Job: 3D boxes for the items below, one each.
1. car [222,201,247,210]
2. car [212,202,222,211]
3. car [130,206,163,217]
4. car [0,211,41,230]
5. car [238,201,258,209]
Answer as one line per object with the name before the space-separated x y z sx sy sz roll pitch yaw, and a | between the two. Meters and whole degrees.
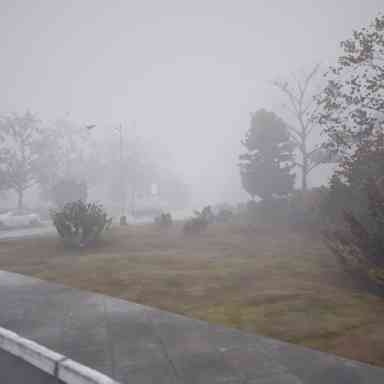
car | 7.111 2.196 50.324 2.033 1.411 5.357 -3 -2 32
car | 5.010 2.319 53.564 1.837 1.490 4.892 -3 -2 32
car | -5.871 2.472 43.140 1.895 1.301 4.718 -3 -2 32
car | -15.269 2.337 28.399 1.812 1.442 4.674 -3 -2 33
car | 10.435 2.411 62.099 1.837 1.490 4.892 -3 -2 33
